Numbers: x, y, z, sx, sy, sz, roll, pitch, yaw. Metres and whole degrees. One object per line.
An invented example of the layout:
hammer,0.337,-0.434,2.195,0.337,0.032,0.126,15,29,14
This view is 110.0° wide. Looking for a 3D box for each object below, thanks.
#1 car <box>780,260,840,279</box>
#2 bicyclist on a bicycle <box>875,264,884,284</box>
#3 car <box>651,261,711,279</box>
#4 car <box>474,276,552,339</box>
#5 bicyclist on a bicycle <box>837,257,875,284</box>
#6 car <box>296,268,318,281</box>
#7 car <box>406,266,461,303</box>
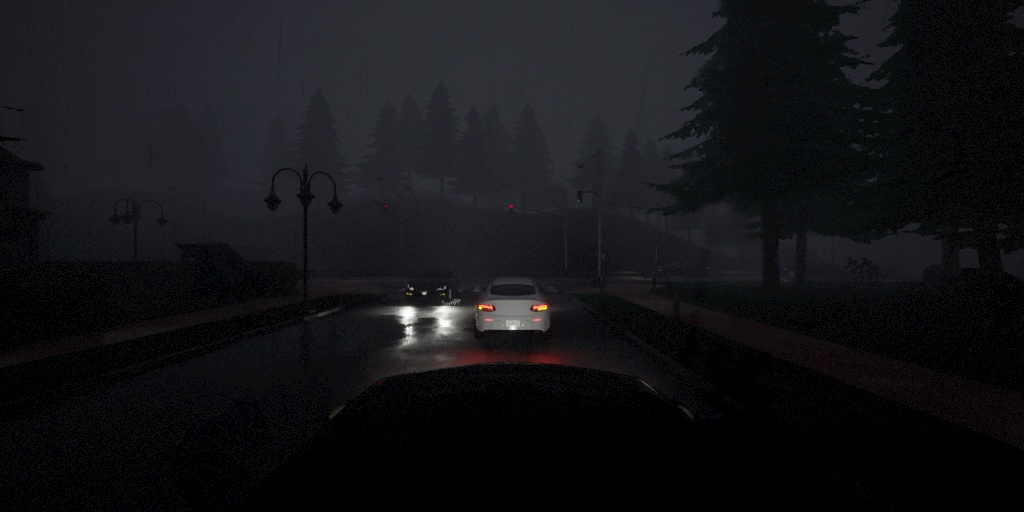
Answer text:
car,24.376,1.065,29.928,5.008,1.535,1.882,0,0,0
bicyclist on a bicycle,21.774,0.892,21.981,0.582,1.620,1.656,0,0,-14
car,14.055,1.113,29.889,4.674,1.442,1.812,0,0,-1
car,0.020,1.276,9.955,1.812,1.442,4.674,0,0,0
bicyclist on a bicycle,21.127,0.891,22.240,0.582,1.620,1.656,0,0,-16
car,-16.747,1.188,25.974,4.718,1.301,1.895,0,0,0
car,-3.543,1.261,16.933,1.837,1.490,4.892,1,0,0
